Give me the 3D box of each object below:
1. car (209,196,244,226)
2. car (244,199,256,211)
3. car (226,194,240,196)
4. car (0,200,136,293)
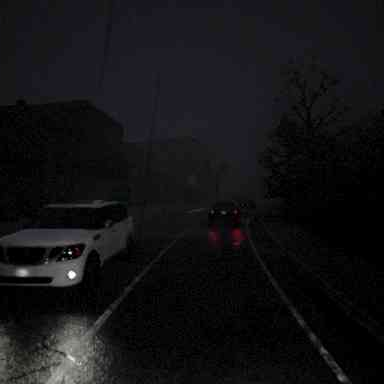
[{"bbox_3d":[2.476,1.410,24.214,2.097,1.767,4.553,-1,0,10],"label":"car"},{"bbox_3d":[6.838,1.611,41.973,2.033,1.411,5.357,-2,0,18],"label":"car"},{"bbox_3d":[6.154,1.396,51.270,2.150,2.045,5.566,-2,-1,21],"label":"car"},{"bbox_3d":[-3.156,1.264,9.352,2.150,2.045,5.566,0,0,4],"label":"car"}]
